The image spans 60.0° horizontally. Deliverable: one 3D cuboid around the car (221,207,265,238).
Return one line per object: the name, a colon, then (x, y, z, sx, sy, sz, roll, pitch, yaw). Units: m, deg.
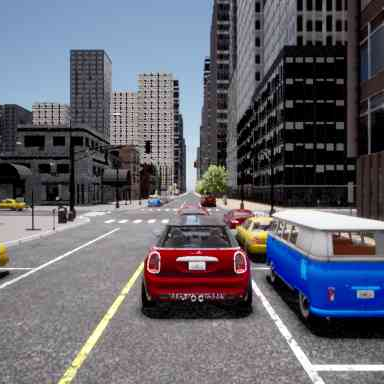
car: (2.663, 1.587, 18.315, 1.802, 1.307, 4.206, 0, 0, 0)

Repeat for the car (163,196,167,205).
car: (-5.767, 1.505, 56.213, 1.967, 1.590, 4.097, 0, 0, 0)

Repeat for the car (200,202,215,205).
car: (0.077, 1.482, 17.334, 1.882, 1.535, 5.008, 0, 0, 0)

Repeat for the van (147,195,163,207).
van: (-5.760, 1.395, 50.690, 1.690, 1.788, 3.998, 0, 0, 0)

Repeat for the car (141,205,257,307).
car: (0.088, 1.352, 8.127, 2.097, 1.767, 4.553, 0, 0, 0)

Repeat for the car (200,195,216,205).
car: (2.619, 1.369, 50.703, 2.192, 1.841, 5.009, 0, 0, 0)

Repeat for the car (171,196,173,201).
car: (-5.789, 1.654, 72.785, 2.008, 1.369, 4.403, 0, 0, 0)

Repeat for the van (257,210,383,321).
van: (2.678, 1.341, 6.988, 1.690, 1.788, 3.998, 0, 0, 0)

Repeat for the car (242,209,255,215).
car: (2.670, 1.527, 12.822, 1.752, 1.417, 4.829, 0, 0, 0)

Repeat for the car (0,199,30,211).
car: (-21.460, 1.469, 38.500, 4.829, 1.417, 1.752, 0, 0, 0)

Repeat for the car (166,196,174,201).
car: (-5.811, 1.673, 89.187, 1.752, 1.417, 4.829, 0, 0, 0)

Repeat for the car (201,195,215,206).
car: (2.612, 1.380, 56.227, 2.192, 1.841, 5.009, 0, 0, 0)

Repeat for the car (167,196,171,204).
car: (-5.782, 1.529, 67.262, 1.967, 1.590, 4.097, 0, 0, 0)

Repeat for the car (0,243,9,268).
car: (-5.701, 1.525, 6.807, 1.752, 1.417, 4.829, 0, 0, 0)

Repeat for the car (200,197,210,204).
car: (2.599, 1.655, 67.275, 1.947, 1.339, 4.313, 0, 0, 0)
